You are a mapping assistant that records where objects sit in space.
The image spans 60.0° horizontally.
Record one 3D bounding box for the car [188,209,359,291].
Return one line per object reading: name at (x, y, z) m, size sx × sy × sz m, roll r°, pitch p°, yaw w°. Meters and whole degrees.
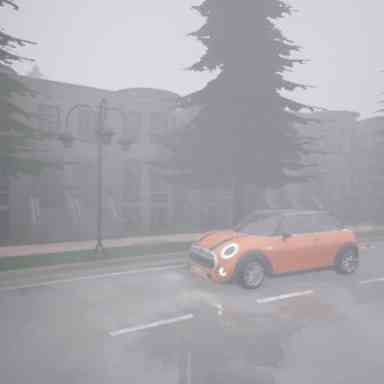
car at (2.178, 1.283, 8.840) m, size 4.553 × 1.767 × 2.097 m, roll 0°, pitch 1°, yaw -26°
